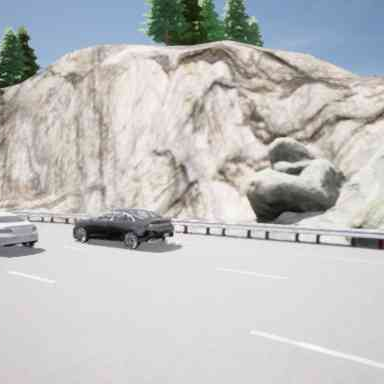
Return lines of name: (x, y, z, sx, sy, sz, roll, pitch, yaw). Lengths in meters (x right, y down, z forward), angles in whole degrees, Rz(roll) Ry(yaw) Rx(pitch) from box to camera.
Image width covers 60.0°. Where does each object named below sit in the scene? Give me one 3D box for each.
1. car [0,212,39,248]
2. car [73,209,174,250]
car: (-8.031, 1.508, 13.193, 4.674, 1.442, 1.812, 0, 0, 31)
car: (-3.033, 1.467, 14.219, 4.902, 1.511, 2.128, 0, 0, 32)
